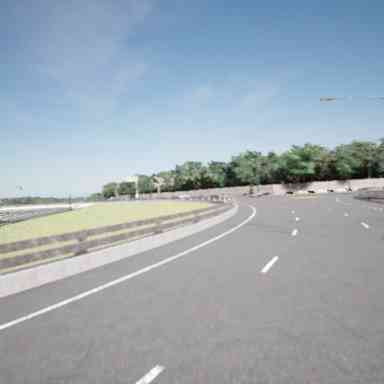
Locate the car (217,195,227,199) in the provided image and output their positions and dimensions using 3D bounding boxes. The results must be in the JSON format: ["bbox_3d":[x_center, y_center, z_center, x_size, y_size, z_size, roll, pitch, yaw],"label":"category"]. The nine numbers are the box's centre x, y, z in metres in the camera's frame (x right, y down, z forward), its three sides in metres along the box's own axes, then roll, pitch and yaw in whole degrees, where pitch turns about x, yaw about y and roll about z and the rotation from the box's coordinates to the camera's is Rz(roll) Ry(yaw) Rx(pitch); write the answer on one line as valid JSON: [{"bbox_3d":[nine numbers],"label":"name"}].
[{"bbox_3d":[7.605,1.452,88.288,1.895,1.301,4.718,-3,0,-19],"label":"car"}]

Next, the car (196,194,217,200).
[{"bbox_3d":[3.818,1.597,88.472,2.128,1.511,4.902,-3,0,-22],"label":"car"}]
